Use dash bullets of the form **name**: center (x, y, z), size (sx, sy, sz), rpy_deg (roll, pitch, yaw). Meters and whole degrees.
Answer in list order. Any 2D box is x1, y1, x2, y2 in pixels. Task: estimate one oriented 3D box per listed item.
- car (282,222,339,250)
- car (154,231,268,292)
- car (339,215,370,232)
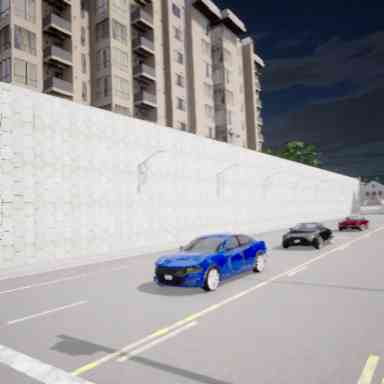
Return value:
- **car**: center (6.723, 2.457, 19.212), size (1.994, 1.385, 4.181), rpy_deg (-5, -4, 36)
- **car**: center (0.826, 2.155, 11.263), size (1.882, 1.535, 5.008), rpy_deg (-5, -4, 37)
- **car**: center (14.440, 2.777, 29.632), size (1.895, 1.301, 4.718), rpy_deg (-5, -4, 37)
